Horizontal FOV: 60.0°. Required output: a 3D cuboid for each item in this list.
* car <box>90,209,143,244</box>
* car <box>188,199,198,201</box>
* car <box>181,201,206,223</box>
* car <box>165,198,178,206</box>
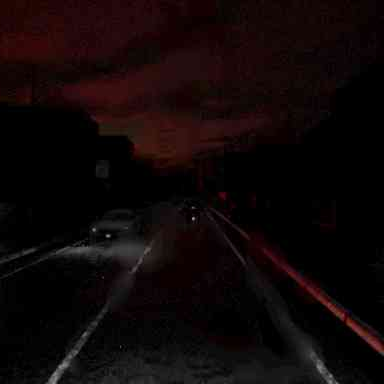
[{"bbox_3d":[-3.488,1.557,16.124,1.812,1.442,4.674,0,0,0],"label":"car"},{"bbox_3d":[0.113,1.644,42.874,1.837,1.490,4.892,0,0,0],"label":"car"},{"bbox_3d":[0.105,1.664,26.222,1.895,1.301,4.718,0,0,0],"label":"car"},{"bbox_3d":[-3.546,1.772,58.663,1.994,1.385,4.181,0,0,0],"label":"car"}]
